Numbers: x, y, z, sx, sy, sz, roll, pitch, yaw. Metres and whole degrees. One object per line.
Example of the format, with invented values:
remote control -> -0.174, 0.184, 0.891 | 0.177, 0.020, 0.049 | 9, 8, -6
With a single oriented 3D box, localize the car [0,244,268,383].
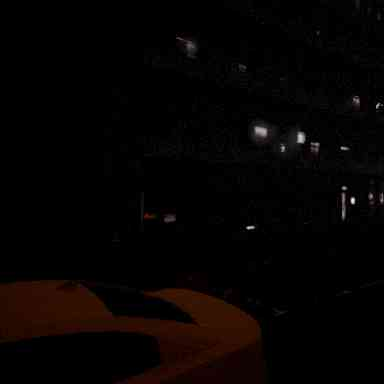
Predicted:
car -> -1.668, 1.476, 2.187 | 5.008, 1.535, 1.882 | 0, 0, -35

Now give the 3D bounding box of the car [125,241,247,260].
car -> -0.677, 1.601, 6.075 | 4.206, 1.307, 1.802 | 0, 0, -35
